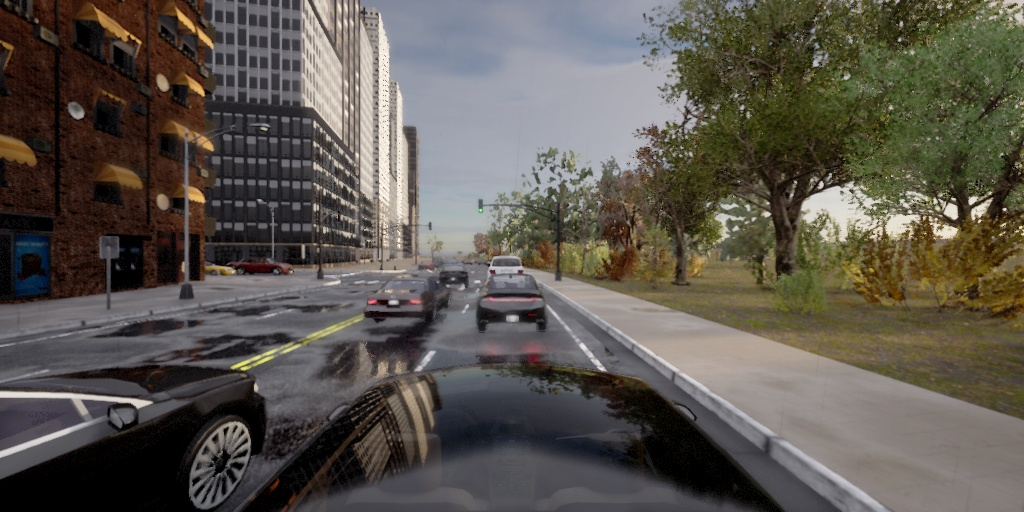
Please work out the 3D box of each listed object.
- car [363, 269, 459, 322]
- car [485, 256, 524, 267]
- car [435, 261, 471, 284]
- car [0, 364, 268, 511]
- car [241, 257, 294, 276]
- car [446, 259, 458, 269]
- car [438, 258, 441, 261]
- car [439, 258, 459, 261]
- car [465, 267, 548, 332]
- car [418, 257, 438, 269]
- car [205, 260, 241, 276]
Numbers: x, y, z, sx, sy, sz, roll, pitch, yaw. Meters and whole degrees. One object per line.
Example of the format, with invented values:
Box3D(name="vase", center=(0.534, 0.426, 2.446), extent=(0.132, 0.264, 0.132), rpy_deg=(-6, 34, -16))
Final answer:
Box3D(name="car", center=(-3.312, 1.332, 12.376), extent=(2.033, 1.411, 5.357), rpy_deg=(0, 0, -1))
Box3D(name="car", center=(-0.418, 1.040, 22.976), extent=(2.150, 2.045, 5.566), rpy_deg=(0, 0, -2))
Box3D(name="car", center=(-4.042, 1.300, 25.049), extent=(1.882, 1.535, 5.008), rpy_deg=(0, 0, -8))
Box3D(name="car", center=(-3.187, 1.241, 1.356), extent=(2.128, 1.511, 4.902), rpy_deg=(0, 0, 0))
Box3D(name="car", center=(-23.389, 0.926, 34.037), extent=(4.553, 1.767, 2.097), rpy_deg=(1, 0, -10))
Box3D(name="car", center=(-10.482, 1.394, 62.770), extent=(1.882, 1.535, 5.008), rpy_deg=(0, 0, -7))
Box3D(name="car", center=(-13.696, 1.481, 62.318), extent=(1.994, 1.385, 4.181), rpy_deg=(0, 0, -7))
Box3D(name="car", center=(-9.475, 1.462, 53.849), extent=(1.994, 1.385, 4.181), rpy_deg=(0, 0, -7))
Box3D(name="car", center=(-0.034, 1.272, 10.945), extent=(2.128, 1.511, 4.902), rpy_deg=(0, 0, -1))
Box3D(name="car", center=(-12.682, 1.376, 53.386), extent=(1.882, 1.535, 5.008), rpy_deg=(0, 0, -5))
Box3D(name="car", center=(-26.652, 1.040, 30.717), extent=(4.829, 1.417, 1.751), rpy_deg=(0, 0, -11))
